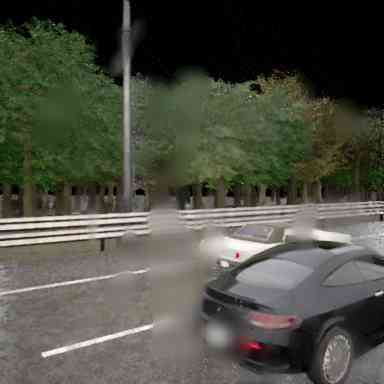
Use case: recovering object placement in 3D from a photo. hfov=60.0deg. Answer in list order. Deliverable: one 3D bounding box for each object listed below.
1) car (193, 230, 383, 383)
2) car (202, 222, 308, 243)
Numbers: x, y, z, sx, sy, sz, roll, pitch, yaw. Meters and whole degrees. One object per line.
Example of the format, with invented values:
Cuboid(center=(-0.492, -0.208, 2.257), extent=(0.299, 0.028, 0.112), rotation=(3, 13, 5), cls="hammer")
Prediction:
Cuboid(center=(2.174, 1.496, 5.209), extent=(4.674, 1.442, 1.812), rotation=(0, 0, -35), cls="car")
Cuboid(center=(2.673, 1.546, 9.804), extent=(4.718, 1.301, 1.895), rotation=(-1, 0, -34), cls="car")
